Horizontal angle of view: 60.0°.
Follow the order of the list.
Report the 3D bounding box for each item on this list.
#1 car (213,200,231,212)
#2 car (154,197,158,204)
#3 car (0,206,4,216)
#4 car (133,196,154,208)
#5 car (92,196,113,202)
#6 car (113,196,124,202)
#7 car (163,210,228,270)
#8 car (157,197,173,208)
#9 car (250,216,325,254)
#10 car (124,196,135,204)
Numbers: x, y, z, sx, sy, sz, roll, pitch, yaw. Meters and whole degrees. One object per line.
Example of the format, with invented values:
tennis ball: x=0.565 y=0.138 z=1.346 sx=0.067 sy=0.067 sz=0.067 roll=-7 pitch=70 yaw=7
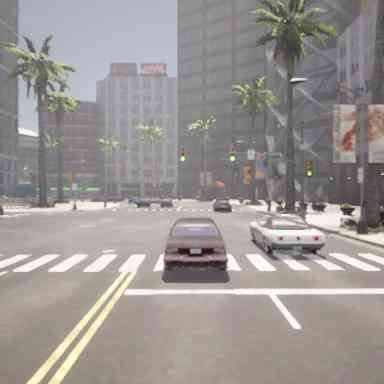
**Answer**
car: x=3.601 y=1.611 z=40.151 sx=1.994 sy=1.385 sz=4.181 roll=0 pitch=0 yaw=0
car: x=-7.227 y=1.676 z=65.166 sx=1.895 sy=1.301 sz=4.718 roll=0 pitch=0 yaw=-26
car: x=-18.447 y=1.537 z=27.953 sx=4.892 sy=1.490 sz=1.837 roll=0 pitch=-1 yaw=3
car: x=-7.288 y=1.659 z=50.452 sx=1.895 sy=1.301 sz=4.718 roll=0 pitch=0 yaw=-3
car: x=-20.675 y=1.638 z=75.043 sx=4.181 sy=1.385 sz=1.994 roll=0 pitch=0 yaw=35
car: x=-17.707 y=1.684 z=77.223 sx=4.718 sy=1.301 sz=1.895 roll=0 pitch=0 yaw=38
car: x=0.097 y=1.560 z=10.993 sx=2.033 sy=1.411 sz=5.357 roll=0 pitch=0 yaw=0
car: x=-3.829 y=1.659 z=50.548 sx=1.895 sy=1.301 sz=4.718 roll=0 pitch=0 yaw=-3
car: x=3.599 y=1.617 z=13.527 sx=1.895 sy=1.301 sz=4.718 roll=0 pitch=0 yaw=0
car: x=-11.002 y=1.601 z=64.963 sx=1.812 sy=1.442 sz=4.674 roll=0 pitch=0 yaw=-32
